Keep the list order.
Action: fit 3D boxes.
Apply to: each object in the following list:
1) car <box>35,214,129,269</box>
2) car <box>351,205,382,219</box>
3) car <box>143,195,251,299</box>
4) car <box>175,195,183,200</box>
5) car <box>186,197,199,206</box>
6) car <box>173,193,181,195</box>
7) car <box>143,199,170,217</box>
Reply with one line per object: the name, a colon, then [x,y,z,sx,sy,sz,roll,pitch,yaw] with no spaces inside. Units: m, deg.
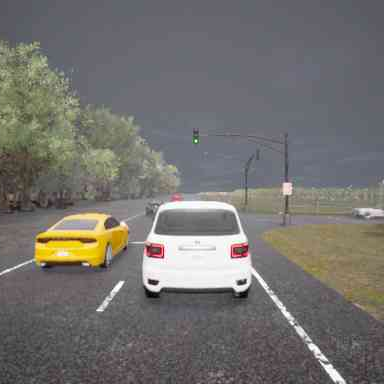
car: [-3.398,1.481,11.222,1.882,1.535,5.008,0,0,0]
car: [17.726,1.853,31.543,4.718,1.301,1.895,1,-1,1]
car: [0.102,1.226,8.589,2.150,2.045,5.566,0,0,0]
car: [-3.495,1.553,92.467,1.994,1.385,4.181,0,0,0]
car: [0.091,1.554,57.414,2.033,1.411,5.357,0,0,0]
car: [-3.487,1.229,76.115,2.150,2.045,5.566,0,0,0]
car: [-3.398,1.500,33.024,2.128,1.511,4.902,0,0,0]
